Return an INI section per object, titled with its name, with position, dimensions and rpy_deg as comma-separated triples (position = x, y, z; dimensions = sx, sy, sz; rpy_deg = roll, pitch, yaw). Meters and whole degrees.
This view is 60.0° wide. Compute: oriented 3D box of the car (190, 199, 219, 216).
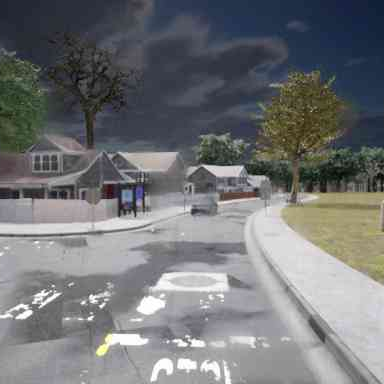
[car]
position = 1.239, 1.403, 30.787
dimensions = 2.033, 1.411, 5.357
rpy_deg = 1, 1, 14
